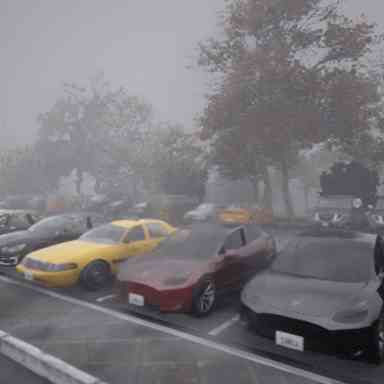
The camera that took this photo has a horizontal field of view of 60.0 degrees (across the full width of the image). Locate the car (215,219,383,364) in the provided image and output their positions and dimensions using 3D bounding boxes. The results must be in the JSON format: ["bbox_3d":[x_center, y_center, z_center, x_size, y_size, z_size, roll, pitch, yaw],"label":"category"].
[{"bbox_3d":[2.655,1.519,6.248,2.163,1.488,4.792,0,0,36],"label":"car"}]

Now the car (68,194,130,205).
[{"bbox_3d":[-7.755,1.164,29.819,2.435,2.045,5.566,0,0,36],"label":"car"}]

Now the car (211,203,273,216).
[{"bbox_3d":[3.612,1.460,21.690,2.097,1.535,5.008,0,0,36],"label":"car"}]

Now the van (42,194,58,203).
[{"bbox_3d":[-12.070,1.172,33.095,1.878,1.987,4.442,0,0,36],"label":"van"}]

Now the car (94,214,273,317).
[{"bbox_3d":[0.400,1.510,7.866,2.163,1.488,4.792,0,0,36],"label":"car"}]

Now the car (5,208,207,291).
[{"bbox_3d":[-1.947,1.468,9.358,1.946,1.575,5.366,0,0,36],"label":"car"}]

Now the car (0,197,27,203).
[{"bbox_3d":[-10.878,1.310,15.958,2.185,1.767,4.553,0,0,36],"label":"car"}]

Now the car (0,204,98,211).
[{"bbox_3d":[-6.353,1.455,12.741,2.231,1.521,4.892,0,0,36],"label":"car"}]

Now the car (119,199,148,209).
[{"bbox_3d":[-3.137,1.474,26.538,2.002,1.452,4.674,0,0,36],"label":"car"}]

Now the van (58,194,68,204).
[{"bbox_3d":[-9.921,1.181,31.553,1.878,1.987,4.442,0,0,36],"label":"van"}]

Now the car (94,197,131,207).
[{"bbox_3d":[-5.390,1.425,28.151,2.097,1.535,5.008,0,0,36],"label":"car"}]

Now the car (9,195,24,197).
[{"bbox_3d":[-16.621,1.407,36.224,2.097,1.535,5.008,-1,-1,36],"label":"car"}]

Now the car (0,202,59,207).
[{"bbox_3d":[-8.713,1.442,14.214,1.946,1.575,5.366,0,0,36],"label":"car"}]

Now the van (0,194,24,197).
[{"bbox_3d":[-18.945,1.217,37.741,1.878,1.987,4.442,-1,-1,36],"label":"van"}]

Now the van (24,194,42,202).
[{"bbox_3d":[-14.565,1.163,34.598,1.878,1.987,4.442,0,0,36],"label":"van"}]

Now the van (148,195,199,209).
[{"bbox_3d":[-0.919,1.216,25.092,1.878,1.987,4.442,0,0,36],"label":"van"}]

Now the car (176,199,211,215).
[{"bbox_3d":[1.265,1.491,23.384,2.002,1.452,4.674,0,0,36],"label":"car"}]

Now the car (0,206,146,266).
[{"bbox_3d":[-4.090,1.464,11.133,2.231,1.521,4.892,0,0,36],"label":"car"}]

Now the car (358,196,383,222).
[{"bbox_3d":[10.352,1.236,16.825,2.435,2.045,5.566,0,0,36],"label":"car"}]

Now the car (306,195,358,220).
[{"bbox_3d":[8.101,1.227,18.440,2.435,2.045,5.566,0,0,36],"label":"car"}]
